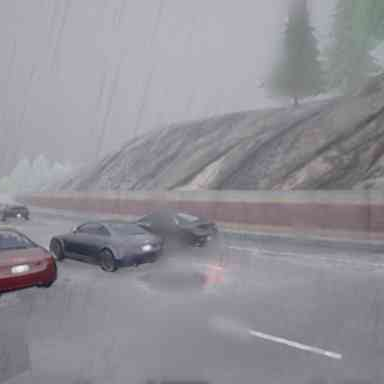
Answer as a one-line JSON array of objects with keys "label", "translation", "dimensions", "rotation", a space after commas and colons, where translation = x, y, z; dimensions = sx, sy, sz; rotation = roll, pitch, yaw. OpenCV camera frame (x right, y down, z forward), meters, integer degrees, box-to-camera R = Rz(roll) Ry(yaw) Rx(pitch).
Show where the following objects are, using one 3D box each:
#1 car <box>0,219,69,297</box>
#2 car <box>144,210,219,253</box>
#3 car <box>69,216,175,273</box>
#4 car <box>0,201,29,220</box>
[{"label": "car", "translation": [-5.134, 1.573, 8.197], "dimensions": [4.181, 1.385, 1.994], "rotation": [0, 0, 39]}, {"label": "car", "translation": [-1.153, 1.533, 13.978], "dimensions": [4.892, 1.490, 1.837], "rotation": [0, 0, 40]}, {"label": "car", "translation": [-2.860, 1.583, 10.858], "dimensions": [4.181, 1.385, 1.994], "rotation": [0, 0, 39]}, {"label": "car", "translation": [-14.869, 1.535, 27.267], "dimensions": [1.837, 1.490, 4.892], "rotation": [0, 0, -42]}]
